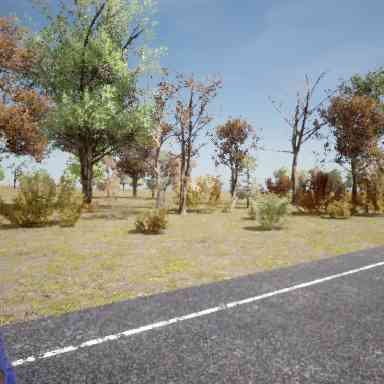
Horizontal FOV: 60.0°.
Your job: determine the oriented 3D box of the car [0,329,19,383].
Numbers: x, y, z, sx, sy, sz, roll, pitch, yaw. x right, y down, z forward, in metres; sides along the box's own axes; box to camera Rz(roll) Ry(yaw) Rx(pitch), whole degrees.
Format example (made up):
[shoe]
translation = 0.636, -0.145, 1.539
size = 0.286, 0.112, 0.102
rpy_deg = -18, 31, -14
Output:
[car]
translation = -3.445, 1.526, 1.565
size = 4.674, 1.442, 1.812
rpy_deg = 0, 0, -36
